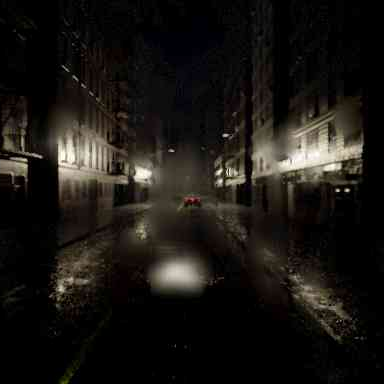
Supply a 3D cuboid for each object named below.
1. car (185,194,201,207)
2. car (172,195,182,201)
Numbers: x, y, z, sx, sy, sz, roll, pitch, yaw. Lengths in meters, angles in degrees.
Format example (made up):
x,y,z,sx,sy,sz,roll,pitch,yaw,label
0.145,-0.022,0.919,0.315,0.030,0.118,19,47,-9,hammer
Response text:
x,y,z,sx,sy,sz,roll,pitch,yaw,label
0.087,1.091,45.731,2.097,1.767,4.553,0,0,0,car
-3.017,1.197,67.846,1.895,1.301,4.718,0,0,0,car
